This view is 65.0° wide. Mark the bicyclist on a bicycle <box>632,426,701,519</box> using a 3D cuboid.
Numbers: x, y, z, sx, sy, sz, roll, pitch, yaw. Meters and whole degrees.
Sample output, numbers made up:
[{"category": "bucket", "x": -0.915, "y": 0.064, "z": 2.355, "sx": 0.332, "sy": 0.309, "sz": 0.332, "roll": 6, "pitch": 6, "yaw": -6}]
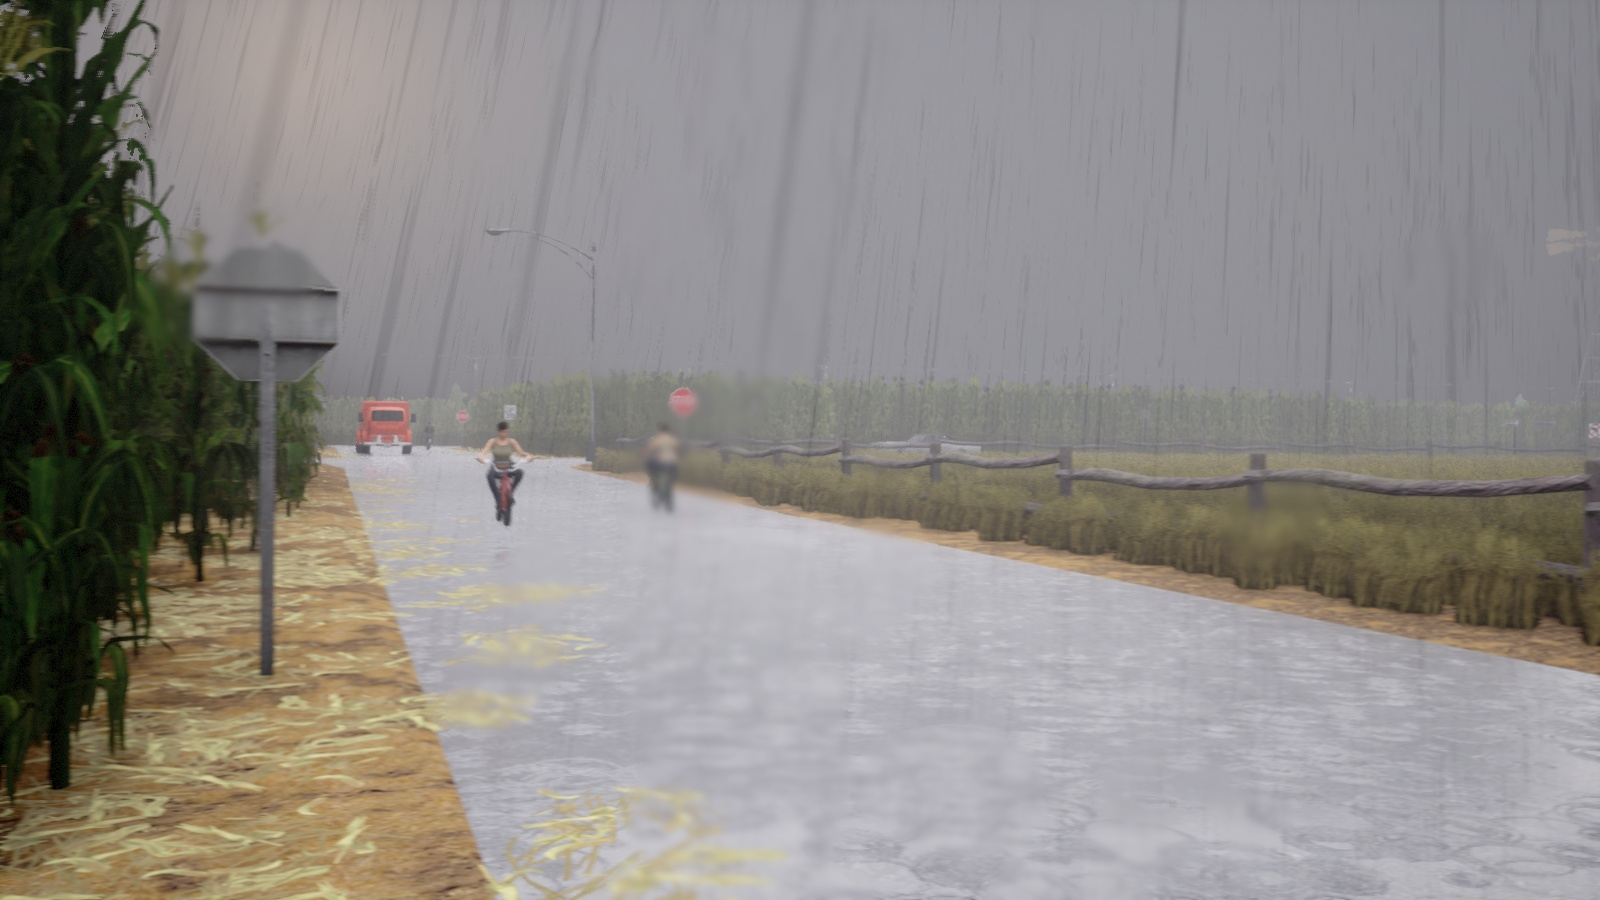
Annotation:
[{"category": "bicyclist on a bicycle", "x": -2.435, "y": 0.378, "z": 22.796, "sx": 0.866, "sy": 1.612, "sz": 1.509, "roll": -1, "pitch": 1, "yaw": -21}]

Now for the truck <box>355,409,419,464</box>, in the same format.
[{"category": "truck", "x": -19.594, "y": -0.632, "z": 59.473, "sx": 2.627, "sy": 2.467, "sz": 5.204, "roll": -1, "pitch": 0, "yaw": -21}]

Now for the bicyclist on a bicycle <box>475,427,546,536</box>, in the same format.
[{"category": "bicyclist on a bicycle", "x": -4.515, "y": 0.458, "z": 19.529, "sx": 0.866, "sy": 1.612, "sz": 1.509, "roll": -1, "pitch": 1, "yaw": -20}]

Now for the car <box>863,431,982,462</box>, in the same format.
[{"category": "car", "x": 5.277, "y": -0.175, "z": 54.057, "sx": 4.718, "sy": 1.301, "sz": 1.895, "roll": -1, "pitch": 1, "yaw": -20}]
